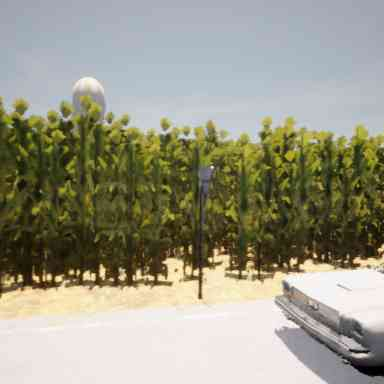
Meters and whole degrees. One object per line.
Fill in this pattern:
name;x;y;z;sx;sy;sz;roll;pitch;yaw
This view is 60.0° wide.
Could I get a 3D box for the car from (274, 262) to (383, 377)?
car;3.667;1.533;4.762;4.718;1.301;1.895;1;2;-14
